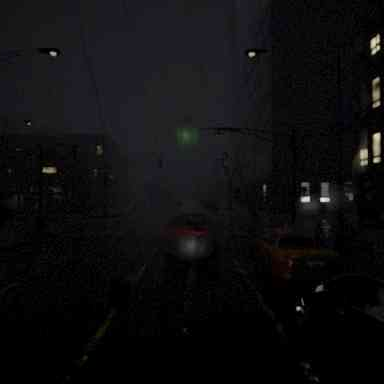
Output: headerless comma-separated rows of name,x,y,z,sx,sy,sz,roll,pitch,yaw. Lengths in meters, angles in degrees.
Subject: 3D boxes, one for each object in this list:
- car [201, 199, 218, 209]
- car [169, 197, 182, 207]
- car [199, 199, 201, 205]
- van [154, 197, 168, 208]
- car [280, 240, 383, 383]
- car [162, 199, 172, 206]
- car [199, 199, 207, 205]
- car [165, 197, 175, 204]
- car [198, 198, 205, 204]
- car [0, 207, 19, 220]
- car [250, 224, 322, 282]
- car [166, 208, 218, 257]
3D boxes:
car,2.690,1.944,47.675,1.967,1.590,4.097,1,-1,0
car,-3.024,2.067,67.437,2.097,1.767,4.553,0,-1,0
car,2.683,2.324,75.517,1.752,1.417,4.829,1,-1,0
van,-5.691,1.962,58.757,1.690,1.788,3.998,1,-1,0
car,2.666,1.611,4.085,1.947,1.339,4.313,1,-1,0
car,-5.698,2.363,75.357,1.947,1.339,4.313,1,-1,0
car,2.681,2.383,81.052,1.752,1.417,4.829,1,-1,0
car,-5.697,2.229,86.427,2.192,1.841,5.009,1,-1,0
car,2.678,2.518,91.951,1.887,1.381,4.507,1,-1,0
car,-19.427,2.148,32.795,4.313,1.339,1.947,-1,-1,1
car,2.836,1.631,9.898,1.752,1.417,4.829,1,-1,0
car,0.021,1.636,13.512,2.128,1.511,4.902,0,0,1
